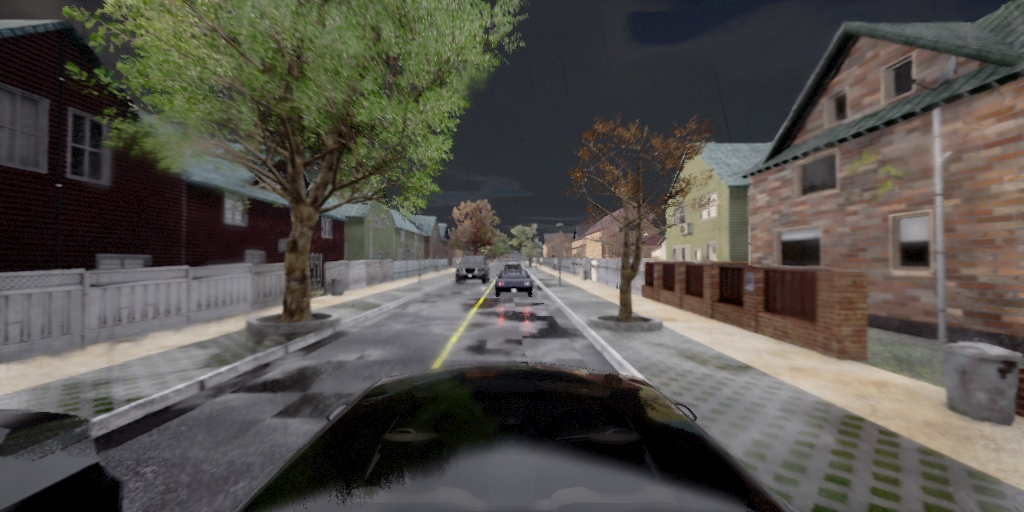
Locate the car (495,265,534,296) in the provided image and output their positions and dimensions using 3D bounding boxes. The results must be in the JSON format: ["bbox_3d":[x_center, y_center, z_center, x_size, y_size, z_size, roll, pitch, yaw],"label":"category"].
[{"bbox_3d":[0.102,1.352,19.226,1.895,1.301,4.718,0,0,0],"label":"car"}]

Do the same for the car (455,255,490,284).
[{"bbox_3d":[-2.848,0.974,27.036,2.150,2.045,5.566,0,0,0],"label":"car"}]

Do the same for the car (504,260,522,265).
[{"bbox_3d":[0.099,1.233,40.480,1.882,1.535,5.008,0,0,0],"label":"car"}]
